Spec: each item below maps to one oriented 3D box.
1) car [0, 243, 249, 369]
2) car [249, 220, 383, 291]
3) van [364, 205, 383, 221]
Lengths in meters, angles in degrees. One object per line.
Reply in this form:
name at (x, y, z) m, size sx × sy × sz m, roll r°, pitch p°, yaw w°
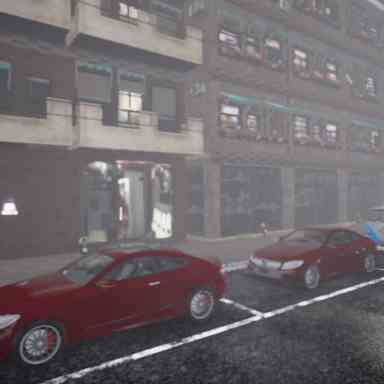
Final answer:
car at (-1.237, 1.583, 5.649) m, size 4.206 × 1.307 × 1.802 m, roll 0°, pitch -1°, yaw -35°
car at (3.373, 1.585, 8.940) m, size 4.206 × 1.307 × 1.802 m, roll 0°, pitch -1°, yaw -35°
van at (7.976, 1.347, 12.242) m, size 3.998 × 1.788 × 1.690 m, roll 0°, pitch -1°, yaw -35°
